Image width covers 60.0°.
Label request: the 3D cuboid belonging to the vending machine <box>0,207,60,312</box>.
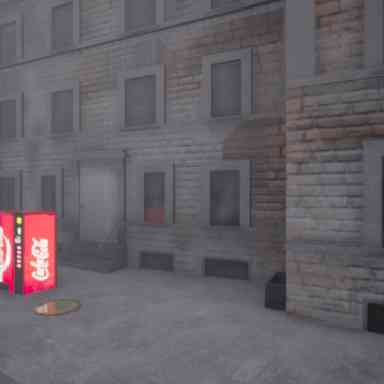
[{"bbox_3d":[-3.728,1.415,7.510,0.880,2.100,1.100,0,0,35],"label":"vending machine"}]
